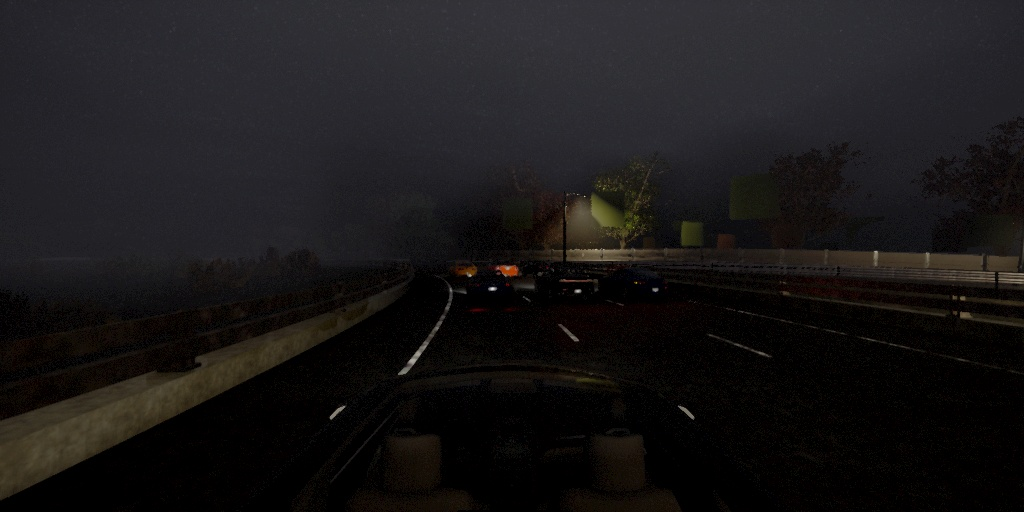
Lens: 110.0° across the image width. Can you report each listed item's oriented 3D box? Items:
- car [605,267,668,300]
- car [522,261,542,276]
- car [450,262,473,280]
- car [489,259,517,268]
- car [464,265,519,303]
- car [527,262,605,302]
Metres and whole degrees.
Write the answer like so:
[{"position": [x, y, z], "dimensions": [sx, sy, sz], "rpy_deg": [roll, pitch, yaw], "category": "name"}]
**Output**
[{"position": [5.840, 1.281, 17.696], "dimensions": [1.812, 1.442, 4.674], "rpy_deg": [0, 0, -8], "category": "car"}, {"position": [2.384, 1.244, 33.561], "dimensions": [2.128, 1.511, 4.902], "rpy_deg": [0, 0, -16], "category": "car"}, {"position": [-4.332, 1.233, 31.586], "dimensions": [1.882, 1.535, 5.008], "rpy_deg": [0, 0, -16], "category": "car"}, {"position": [-0.966, 1.114, 32.545], "dimensions": [2.097, 1.767, 4.553], "rpy_deg": [0, 0, -16], "category": "car"}, {"position": [-1.088, 1.320, 16.698], "dimensions": [1.994, 1.385, 4.181], "rpy_deg": [0, 0, -8], "category": "car"}, {"position": [2.376, 1.243, 17.197], "dimensions": [2.128, 1.511, 4.902], "rpy_deg": [0, 0, -8], "category": "car"}]
